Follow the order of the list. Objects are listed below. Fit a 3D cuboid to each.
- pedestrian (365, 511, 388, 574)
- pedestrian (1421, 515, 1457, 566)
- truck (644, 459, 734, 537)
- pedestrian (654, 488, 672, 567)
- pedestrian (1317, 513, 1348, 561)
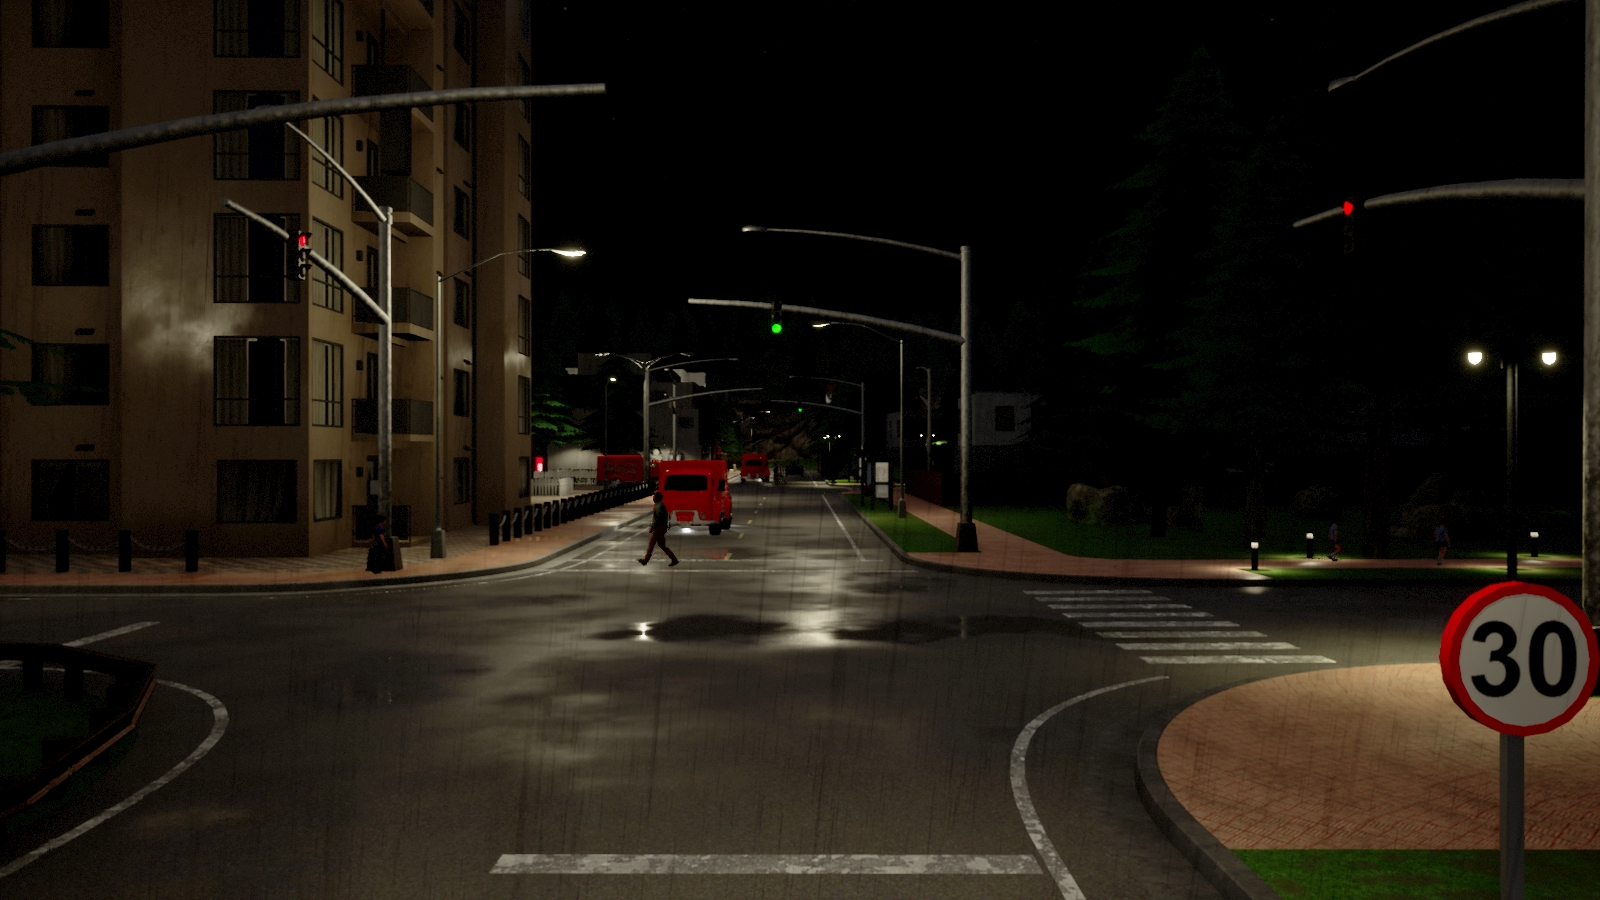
[{"bbox_3d":[-9.037,1.964,24.378,0.375,1.300,0.375,0,0,-36],"label":"pedestrian"},{"bbox_3d":[14.543,2.052,26.005,0.500,1.100,0.500,0,0,-16],"label":"pedestrian"},{"bbox_3d":[-3.695,1.560,39.130,2.627,2.467,5.204,0,0,0],"label":"truck"},{"bbox_3d":[-3.262,1.837,27.225,0.375,1.860,0.375,0,0,4],"label":"pedestrian"},{"bbox_3d":[12.569,2.052,26.978,0.500,1.100,0.500,0,0,1],"label":"pedestrian"}]
